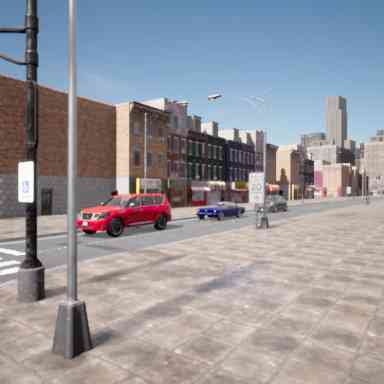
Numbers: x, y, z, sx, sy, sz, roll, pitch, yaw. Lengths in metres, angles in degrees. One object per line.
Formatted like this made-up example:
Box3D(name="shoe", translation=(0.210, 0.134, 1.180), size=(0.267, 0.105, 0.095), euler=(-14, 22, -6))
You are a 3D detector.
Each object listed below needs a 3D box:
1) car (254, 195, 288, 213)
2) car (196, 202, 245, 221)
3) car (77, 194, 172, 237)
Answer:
Box3D(name="car", translation=(8.086, 1.137, 33.885), size=(2.097, 1.767, 4.553), euler=(0, 0, 36))
Box3D(name="car", translation=(2.284, 1.433, 25.766), size=(1.895, 1.301, 4.718), euler=(0, 0, 35))
Box3D(name="car", translation=(-3.394, 1.115, 17.779), size=(2.150, 2.045, 5.566), euler=(0, 0, 35))
